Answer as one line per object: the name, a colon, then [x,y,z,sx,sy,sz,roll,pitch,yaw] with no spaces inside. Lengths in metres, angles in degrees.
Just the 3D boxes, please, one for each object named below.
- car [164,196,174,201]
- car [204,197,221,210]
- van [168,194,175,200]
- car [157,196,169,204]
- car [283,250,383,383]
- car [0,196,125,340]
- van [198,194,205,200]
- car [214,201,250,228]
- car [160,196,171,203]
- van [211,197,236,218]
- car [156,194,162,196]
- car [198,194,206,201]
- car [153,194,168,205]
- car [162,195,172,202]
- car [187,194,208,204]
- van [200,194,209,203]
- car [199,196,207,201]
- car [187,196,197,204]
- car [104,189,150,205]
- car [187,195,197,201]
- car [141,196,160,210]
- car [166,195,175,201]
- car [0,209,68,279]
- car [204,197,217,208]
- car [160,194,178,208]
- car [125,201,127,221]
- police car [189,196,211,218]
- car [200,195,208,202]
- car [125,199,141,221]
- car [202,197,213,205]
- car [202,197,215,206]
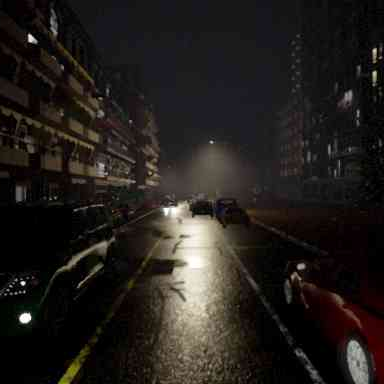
car: [-5.681,1.588,82.386,1.947,1.339,4.313,0,0,0]
car: [2.692,1.432,43.698,1.967,1.590,4.097,0,0,0]
van: [-5.681,1.379,93.441,1.690,1.788,3.998,0,0,0]
car: [-5.683,1.556,65.807,2.008,1.369,4.403,0,0,0]
car: [2.686,1.541,5.012,1.887,1.381,4.507,0,0,0]
car: [-3.098,1.217,6.893,2.150,2.045,5.566,0,0,0]
van: [2.699,1.378,93.439,1.690,1.788,3.998,0,0,0]
car: [2.689,1.514,21.762,1.752,1.417,4.829,0,0,0]
car: [-5.683,1.561,71.334,2.008,1.369,4.403,0,0,0]
van: [2.689,1.329,27.118,1.690,1.788,3.998,0,0,0]
car: [-5.686,1.523,54.584,1.752,1.417,4.829,0,0,0]
car: [2.699,1.469,87.912,1.967,1.590,4.097,0,0,0]
car: [-5.687,1.316,60.280,2.192,1.841,5.009,0,0,0]
car: [-5.682,1.456,76.859,1.967,1.590,4.097,0,0,0]
car: [0.768,1.342,40.130,2.097,1.767,4.553,0,0,3]
van: [2.696,1.350,71.332,1.690,1.788,3.998,0,0,0]
car: [2.699,1.587,82.385,1.947,1.339,4.313,0,0,0]
car: [0.012,1.512,64.615,1.837,1.490,4.892,0,0,0]
car: [-8.732,0.656,42.584,2.150,2.045,5.566,3,21,46]
car: [0.016,1.417,79.763,2.128,1.511,4.902,0,0,0]
car: [-5.688,1.537,43.700,1.887,1.381,4.507,0,0,0]
car: [-5.680,1.574,87.913,1.887,1.381,4.507,0,0,0]
car: [-5.694,1.434,10.540,1.967,1.590,4.097,0,0,0]
car: [2.693,1.520,49.395,1.752,1.417,4.829,0,0,0]
car: [-3.074,1.485,48.536,2.128,1.511,4.902,0,0,0]
car: [-5.691,1.515,21.424,1.752,1.417,4.829,0,0,0]
police car: [0.906,1.413,30.227,1.930,1.638,5.238,0,0,0]
car: [2.698,1.541,77.027,1.752,1.417,4.829,0,0,0]
car: [-5.690,1.533,27.120,1.887,1.381,4.507,0,0,0]
car: [2.695,1.583,60.278,1.802,1.307,4.206,0,0,0]
car: [2.694,1.579,54.752,1.802,1.307,4.206,0,0,0]
